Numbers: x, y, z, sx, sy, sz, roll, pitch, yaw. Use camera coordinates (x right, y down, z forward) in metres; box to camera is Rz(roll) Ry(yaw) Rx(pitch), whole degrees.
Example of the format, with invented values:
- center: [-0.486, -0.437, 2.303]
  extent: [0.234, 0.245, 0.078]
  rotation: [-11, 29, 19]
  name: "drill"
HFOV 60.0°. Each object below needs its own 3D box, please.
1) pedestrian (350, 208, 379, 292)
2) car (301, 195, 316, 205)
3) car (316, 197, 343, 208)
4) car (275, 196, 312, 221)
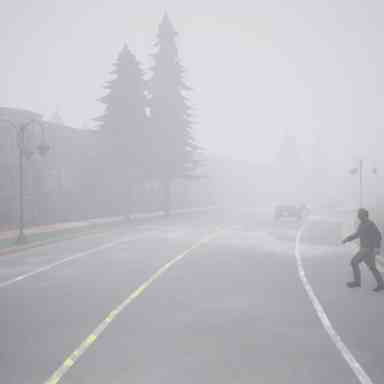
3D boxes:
- center: [3.775, 1.230, 7.290]
  extent: [0.375, 1.860, 0.375]
  rotation: [0, 1, 11]
  name: "pedestrian"
- center: [15.634, 1.103, 45.195]
  extent: [2.128, 1.511, 4.902]
  rotation: [0, 0, 36]
  name: "car"
- center: [17.394, 1.243, 41.457]
  extent: [1.895, 1.301, 4.718]
  rotation: [0, 1, 36]
  name: "car"
- center: [7.582, 1.307, 25.206]
  extent: [1.812, 1.442, 4.674]
  rotation: [0, 1, 27]
  name: "car"
